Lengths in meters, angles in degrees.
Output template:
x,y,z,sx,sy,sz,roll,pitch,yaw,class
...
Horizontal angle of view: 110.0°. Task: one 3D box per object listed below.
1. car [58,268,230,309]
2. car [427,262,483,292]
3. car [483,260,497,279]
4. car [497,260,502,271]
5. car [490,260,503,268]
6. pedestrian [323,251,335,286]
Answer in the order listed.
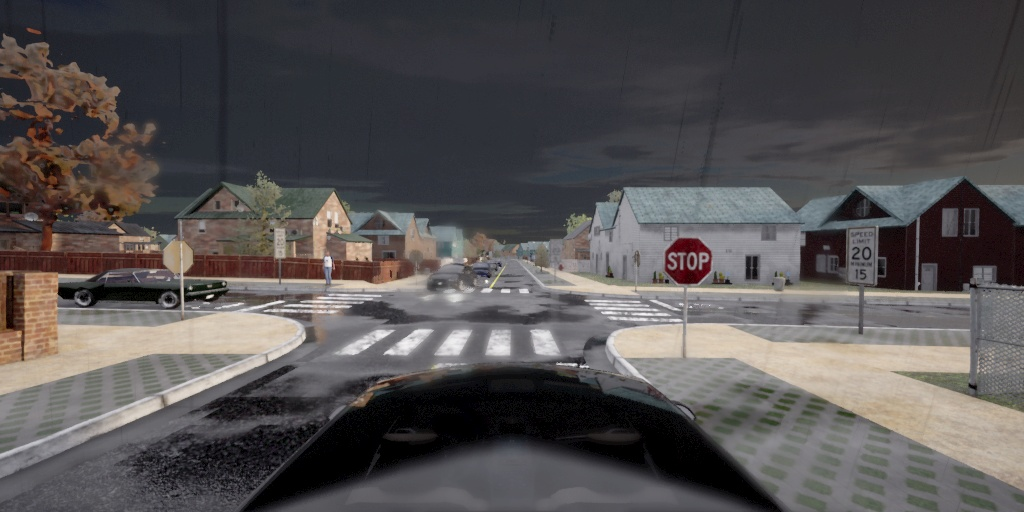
x,y,z,sx,sy,sz,roll,pitch,yaw,class
-13.266,1.133,13.120,4.718,1.301,1.895,1,1,0,car
-3.346,1.232,21.018,1.837,1.490,4.892,0,-1,10,car
-2.801,1.284,32.747,2.033,1.411,5.357,0,0,0,car
-2.775,1.218,46.474,2.128,1.511,4.902,0,0,0,car
-2.660,1.317,62.432,1.895,1.301,4.718,0,0,0,car
-9.657,0.611,18.874,0.375,1.860,0.375,0,0,1,pedestrian
